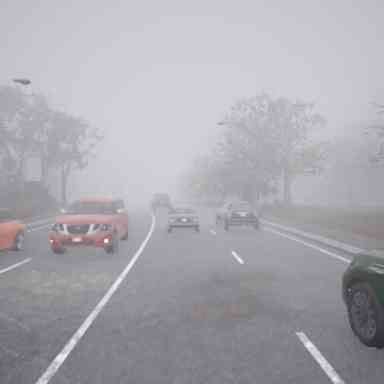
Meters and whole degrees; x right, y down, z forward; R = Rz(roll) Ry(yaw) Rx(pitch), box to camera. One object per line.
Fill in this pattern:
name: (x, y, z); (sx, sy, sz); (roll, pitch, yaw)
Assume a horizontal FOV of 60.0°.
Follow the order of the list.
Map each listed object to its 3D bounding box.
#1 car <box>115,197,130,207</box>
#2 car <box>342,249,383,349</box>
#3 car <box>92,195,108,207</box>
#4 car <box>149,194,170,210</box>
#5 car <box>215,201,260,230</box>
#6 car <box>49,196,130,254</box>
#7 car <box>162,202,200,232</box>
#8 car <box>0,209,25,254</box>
car: (-11.043, 1.531, 52.658); (1.812, 1.442, 4.674); (0, 0, -19)
car: (3.563, 1.220, 3.133); (2.150, 2.045, 5.566); (0, 0, 0)
car: (-14.280, 1.351, 51.243); (2.097, 1.767, 4.553); (0, 0, -19)
car: (-4.125, 1.232, 42.411); (2.150, 2.045, 5.566); (0, 0, -14)
car: (2.758, 1.357, 21.267); (2.097, 1.767, 4.553); (0, 0, -5)
car: (-3.950, 1.225, 13.804); (2.150, 2.045, 5.566); (0, 0, -3)
car: (-0.618, 1.552, 20.165); (2.033, 1.411, 5.357); (0, 0, -5)
car: (-7.343, 1.357, 10.770); (2.097, 1.767, 4.553); (0, 0, -2)
